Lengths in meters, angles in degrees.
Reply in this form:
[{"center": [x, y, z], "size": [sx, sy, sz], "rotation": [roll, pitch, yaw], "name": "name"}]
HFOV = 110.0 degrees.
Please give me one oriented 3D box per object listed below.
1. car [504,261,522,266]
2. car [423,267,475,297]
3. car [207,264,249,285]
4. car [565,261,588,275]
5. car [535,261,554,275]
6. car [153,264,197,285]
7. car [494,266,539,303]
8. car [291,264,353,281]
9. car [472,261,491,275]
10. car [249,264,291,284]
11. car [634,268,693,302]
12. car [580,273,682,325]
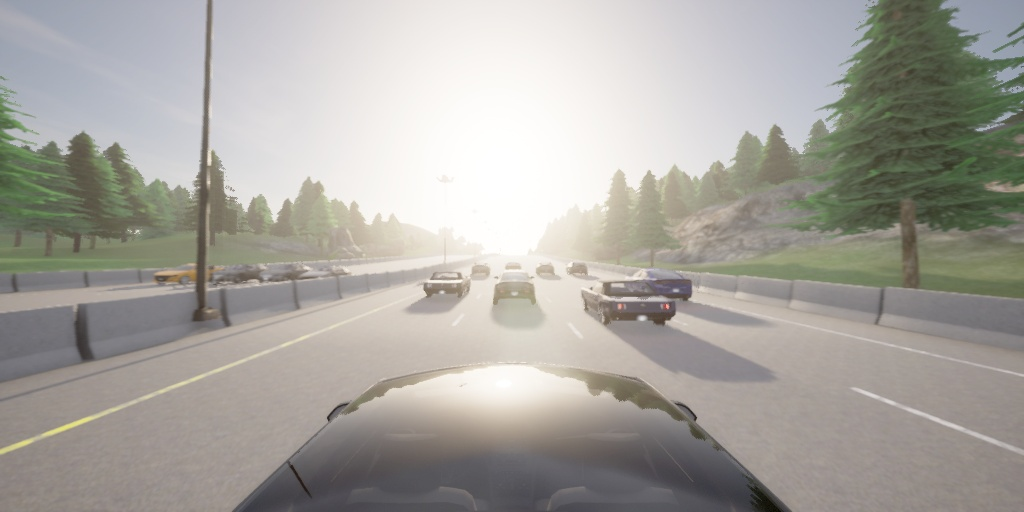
[{"center": [0.128, 1.297, 41.249], "size": [1.882, 1.535, 5.008], "rotation": [0, 1, 0], "name": "car"}, {"center": [-3.388, 1.468, 19.611], "size": [1.895, 1.301, 4.718], "rotation": [0, 0, 0], "name": "car"}, {"center": [-21.075, 1.355, 28.068], "size": [2.128, 1.511, 4.902], "rotation": [0, 0, 0], "name": "car"}, {"center": [7.127, 1.340, 39.788], "size": [1.837, 1.490, 4.892], "rotation": [0, 1, 0], "name": "car"}, {"center": [3.627, 1.321, 40.167], "size": [2.128, 1.511, 4.902], "rotation": [0, 0, 0], "name": "car"}, {"center": [-24.576, 1.341, 27.574], "size": [1.882, 1.535, 5.008], "rotation": [0, 0, 0], "name": "car"}, {"center": [0.111, 1.387, 17.212], "size": [1.812, 1.442, 4.674], "rotation": [0, 0, 0], "name": "car"}, {"center": [-14.080, 1.415, 27.450], "size": [2.033, 1.411, 5.357], "rotation": [0, 0, 0], "name": "car"}, {"center": [-3.374, 1.321, 39.739], "size": [2.128, 1.511, 4.902], "rotation": [0, 0, 0], "name": "car"}, {"center": [-17.575, 1.357, 28.078], "size": [2.128, 1.511, 4.902], "rotation": [0, 0, 0], "name": "car"}, {"center": [7.111, 1.345, 18.008], "size": [1.882, 1.535, 5.008], "rotation": [0, 0, 0], "name": "car"}, {"center": [3.607, 1.440, 12.135], "size": [1.895, 1.301, 4.718], "rotation": [0, 0, 0], "name": "car"}]
